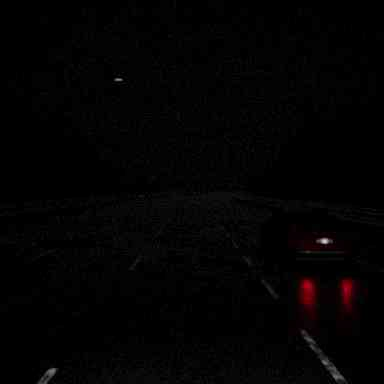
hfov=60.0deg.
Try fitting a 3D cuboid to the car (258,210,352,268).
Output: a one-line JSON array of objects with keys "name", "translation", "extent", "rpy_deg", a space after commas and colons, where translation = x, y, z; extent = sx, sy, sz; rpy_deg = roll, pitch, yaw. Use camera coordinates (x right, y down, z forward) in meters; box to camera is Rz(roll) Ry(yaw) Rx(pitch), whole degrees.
[{"name": "car", "translation": [3.529, 1.379, 11.109], "extent": [2.033, 1.649, 4.856], "rpy_deg": [0, 0, 0]}]
